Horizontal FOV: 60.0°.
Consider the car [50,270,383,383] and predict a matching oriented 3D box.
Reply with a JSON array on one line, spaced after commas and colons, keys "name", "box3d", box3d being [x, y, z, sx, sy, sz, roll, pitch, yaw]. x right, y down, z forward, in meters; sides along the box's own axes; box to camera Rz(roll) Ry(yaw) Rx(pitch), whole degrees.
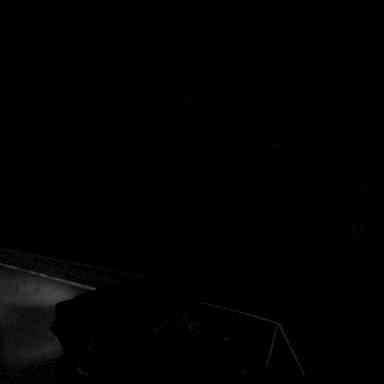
[{"name": "car", "box3d": [0.531, 1.600, 3.658, 4.718, 1.301, 1.895, 0, 0, 35]}]
